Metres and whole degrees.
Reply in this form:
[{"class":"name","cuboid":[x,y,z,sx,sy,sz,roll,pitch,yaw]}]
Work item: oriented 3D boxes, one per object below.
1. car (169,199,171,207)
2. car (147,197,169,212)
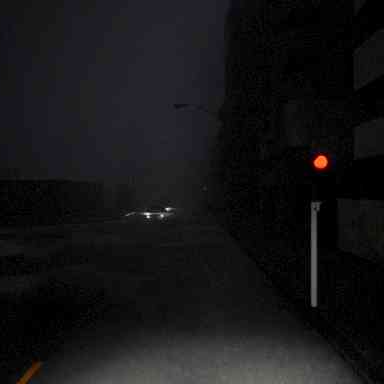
[{"class":"car","cuboid":[-4.178,1.505,49.536,1.837,1.490,4.892,0,0,1]},{"class":"car","cuboid":[-4.187,1.478,39.509,1.882,1.535,5.008,0,0,0]}]
